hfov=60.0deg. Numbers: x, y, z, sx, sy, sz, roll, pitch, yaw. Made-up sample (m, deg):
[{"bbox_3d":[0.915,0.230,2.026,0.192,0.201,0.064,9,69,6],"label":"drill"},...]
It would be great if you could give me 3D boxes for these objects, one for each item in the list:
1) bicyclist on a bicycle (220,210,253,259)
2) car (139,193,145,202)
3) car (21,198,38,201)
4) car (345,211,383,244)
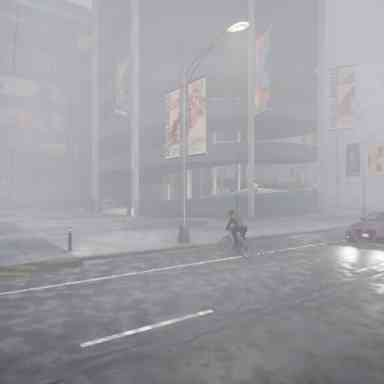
[{"bbox_3d":[1.505,1.455,11.518,0.582,1.620,1.656,0,-2,-36],"label":"bicyclist on a bicycle"},{"bbox_3d":[-11.022,1.029,63.943,2.435,2.045,5.566,0,0,-36],"label":"car"},{"bbox_3d":[-25.528,1.463,52.433,1.895,1.301,4.718,0,0,-36],"label":"car"},{"bbox_3d":[8.553,1.564,14.633,4.181,1.385,1.994,0,0,-38],"label":"car"}]
